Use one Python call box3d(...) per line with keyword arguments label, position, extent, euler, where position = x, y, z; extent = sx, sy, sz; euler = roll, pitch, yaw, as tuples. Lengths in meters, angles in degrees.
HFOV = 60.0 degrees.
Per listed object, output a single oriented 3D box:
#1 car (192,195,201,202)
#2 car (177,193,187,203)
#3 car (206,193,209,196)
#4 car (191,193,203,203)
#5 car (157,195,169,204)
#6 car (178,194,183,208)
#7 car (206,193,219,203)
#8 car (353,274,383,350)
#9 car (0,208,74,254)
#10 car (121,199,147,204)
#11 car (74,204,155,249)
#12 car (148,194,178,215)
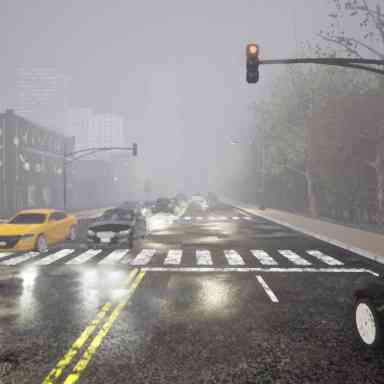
box3d(label="car", position=(1.124, 1.508, 76.718), extent=(2.033, 1.411, 5.357), euler=(0, 0, 1))
box3d(label="car", position=(-2.236, 1.196, 69.225), extent=(2.150, 2.045, 5.566), euler=(0, 0, 1))
box3d(label="car", position=(4.373, 1.194, 76.594), extent=(2.150, 2.045, 5.566), euler=(0, 0, 1))
box3d(label="car", position=(1.071, 1.196, 66.094), extent=(2.150, 2.045, 5.566), euler=(0, 0, 1))
box3d(label="car", position=(-5.591, 1.453, 64.686), extent=(1.882, 1.535, 5.008), euler=(0, 0, 1))
box3d(label="car", position=(-2.641, 1.488, 48.238), extent=(1.837, 1.490, 4.892), euler=(0, 0, 1))
box3d(label="car", position=(4.320, 1.479, 66.131), extent=(1.837, 1.490, 4.892), euler=(0, 0, 1))
box3d(label="car", position=(3.393, 1.477, 3.176), extent=(1.882, 1.535, 5.008), euler=(0, 0, 1))
box3d(label="car", position=(-6.400, 1.476, 13.795), extent=(1.882, 1.535, 5.008), euler=(0, 0, 1))
box3d(label="car", position=(-6.114, 1.553, 33.245), extent=(1.994, 1.385, 4.181), euler=(0, 0, 1))
box3d(label="car", position=(-3.137, 1.488, 14.623), extent=(2.128, 1.511, 4.902), euler=(0, 0, 1))
box3d(label="car", position=(-2.853, 1.342, 33.877), extent=(2.097, 1.767, 4.553), euler=(0, 0, 1))
